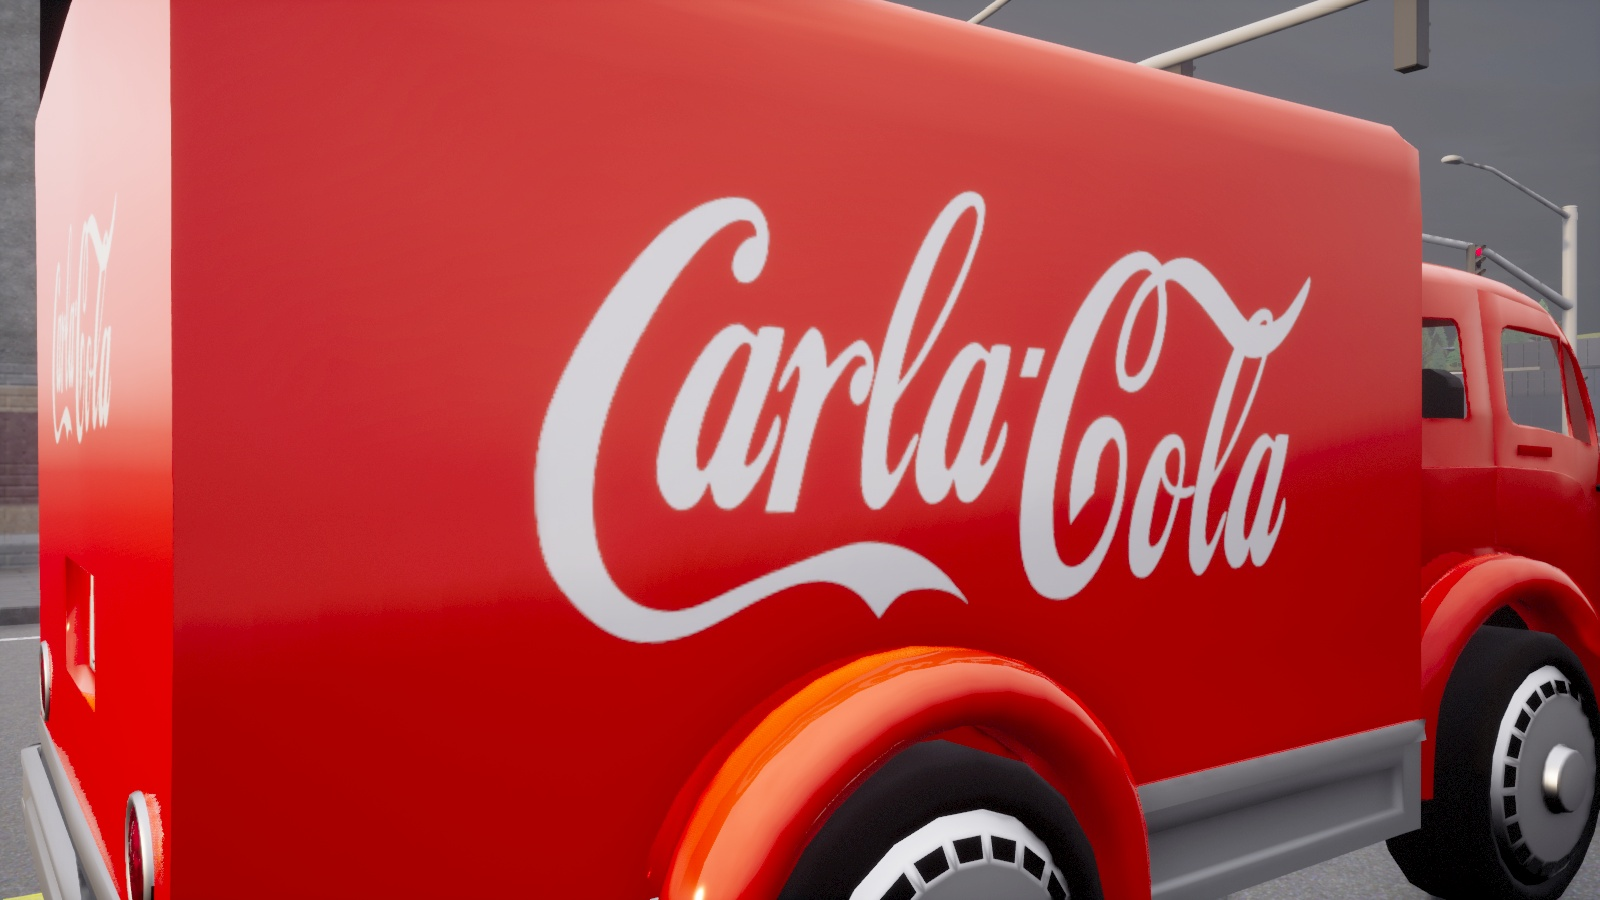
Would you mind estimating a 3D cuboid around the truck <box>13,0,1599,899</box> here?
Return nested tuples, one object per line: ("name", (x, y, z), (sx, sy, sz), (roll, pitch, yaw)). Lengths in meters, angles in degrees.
("truck", (0.591, 0.267, 4.070), (5.204, 2.467, 2.627), (0, 0, -35))
